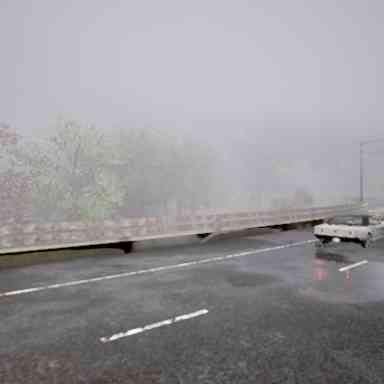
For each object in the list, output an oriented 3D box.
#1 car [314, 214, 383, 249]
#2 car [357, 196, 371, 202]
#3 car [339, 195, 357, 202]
[{"bbox_3d":[7.468,1.661,15.047,4.718,1.301,1.895,0,0,-44],"label":"car"},{"bbox_3d":[43.018,1.679,85.299,1.882,1.535,5.008,0,0,1],"label":"car"},{"bbox_3d":[39.523,1.551,85.456,2.097,1.767,4.553,0,0,1],"label":"car"}]
